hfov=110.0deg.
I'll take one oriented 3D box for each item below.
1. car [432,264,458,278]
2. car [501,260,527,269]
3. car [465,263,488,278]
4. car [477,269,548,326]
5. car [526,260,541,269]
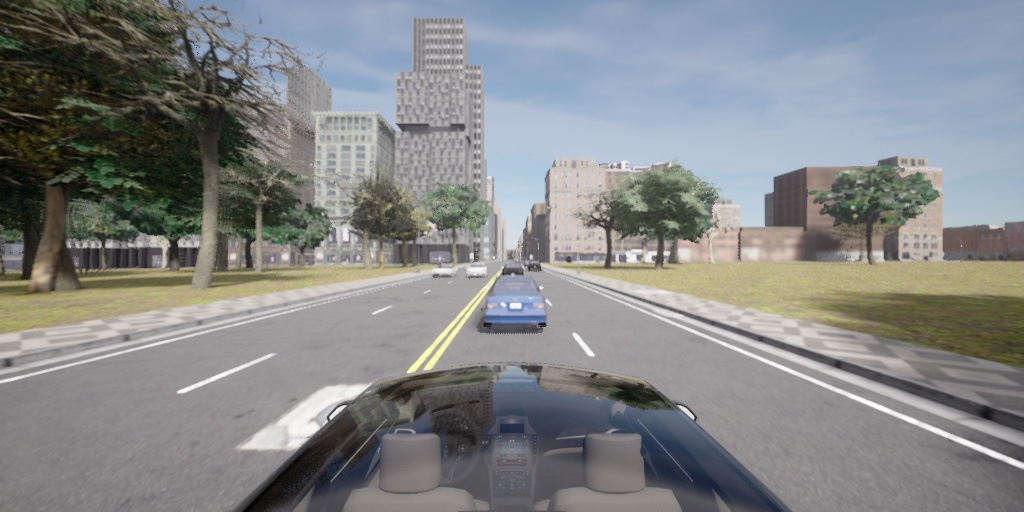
[{"bbox_3d":[-6.629,1.464,35.560,1.895,1.301,4.718,0,0,0],"label":"car"},{"bbox_3d":[0.069,1.327,31.585,1.882,1.535,5.008,0,0,0],"label":"car"},{"bbox_3d":[-3.376,1.389,35.172,1.812,1.442,4.674,0,0,0],"label":"car"},{"bbox_3d":[0.088,1.328,11.721,2.033,1.411,5.357,0,0,0],"label":"car"},{"bbox_3d":[3.297,1.423,53.693,1.882,1.535,5.008,0,0,0],"label":"car"}]
